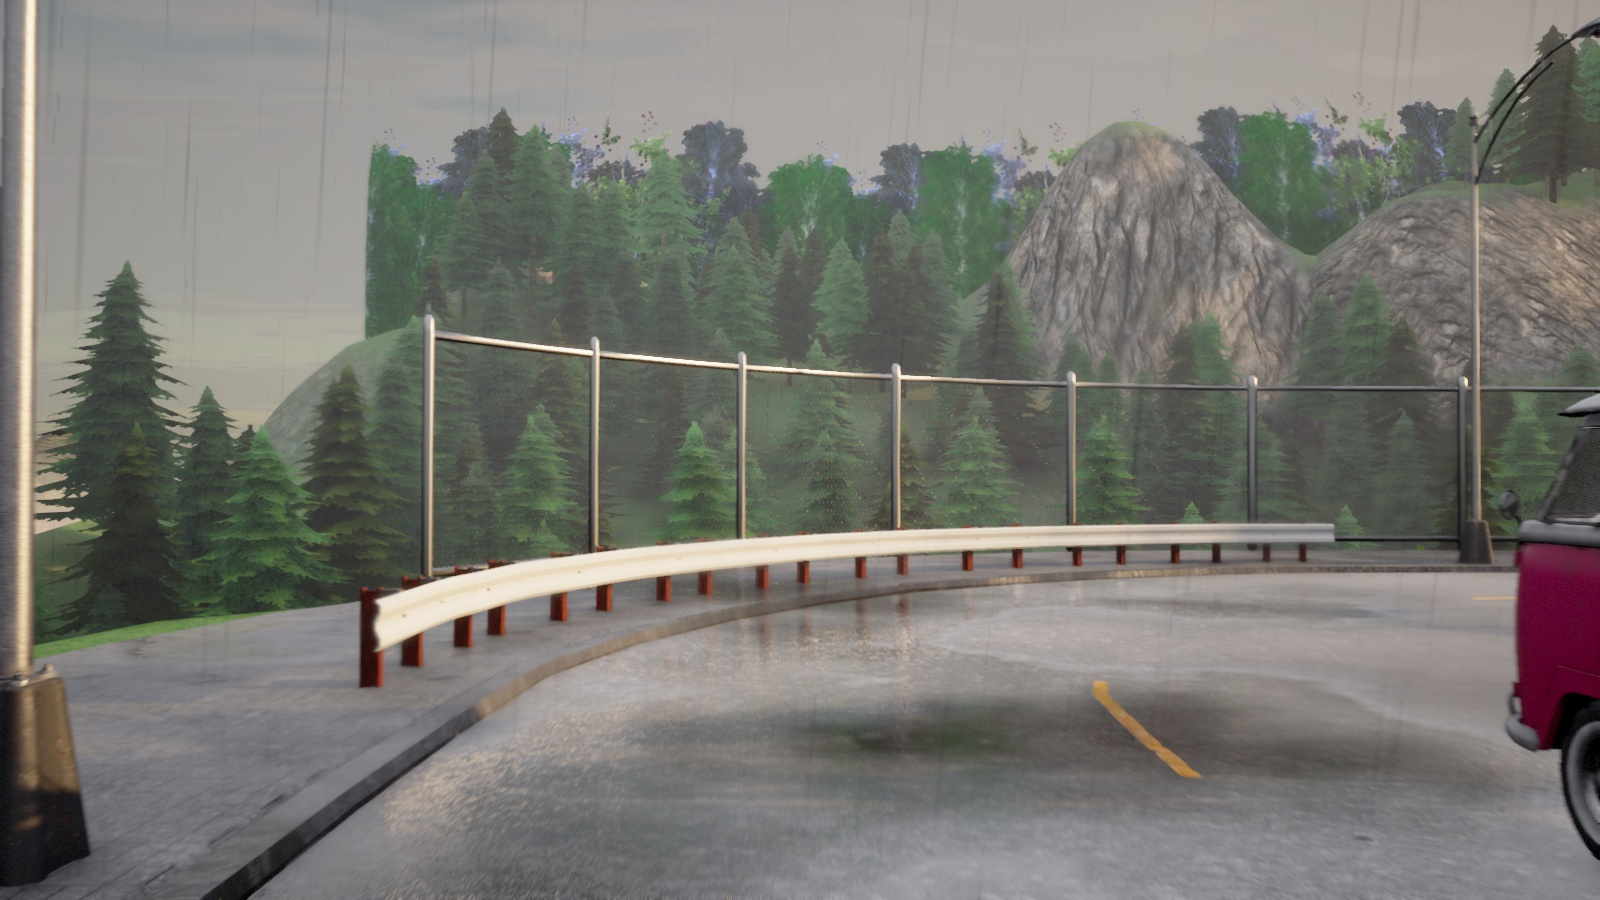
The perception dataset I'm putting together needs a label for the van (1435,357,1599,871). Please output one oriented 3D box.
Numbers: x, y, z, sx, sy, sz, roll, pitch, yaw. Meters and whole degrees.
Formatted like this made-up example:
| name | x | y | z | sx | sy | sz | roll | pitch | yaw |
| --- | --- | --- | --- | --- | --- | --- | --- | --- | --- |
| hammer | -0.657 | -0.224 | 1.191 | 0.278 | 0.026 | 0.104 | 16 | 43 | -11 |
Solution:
| name | x | y | z | sx | sy | sz | roll | pitch | yaw |
| --- | --- | --- | --- | --- | --- | --- | --- | --- | --- |
| van | 3.983 | 0.616 | 3.861 | 1.775 | 1.987 | 4.442 | 0 | -1 | 0 |
